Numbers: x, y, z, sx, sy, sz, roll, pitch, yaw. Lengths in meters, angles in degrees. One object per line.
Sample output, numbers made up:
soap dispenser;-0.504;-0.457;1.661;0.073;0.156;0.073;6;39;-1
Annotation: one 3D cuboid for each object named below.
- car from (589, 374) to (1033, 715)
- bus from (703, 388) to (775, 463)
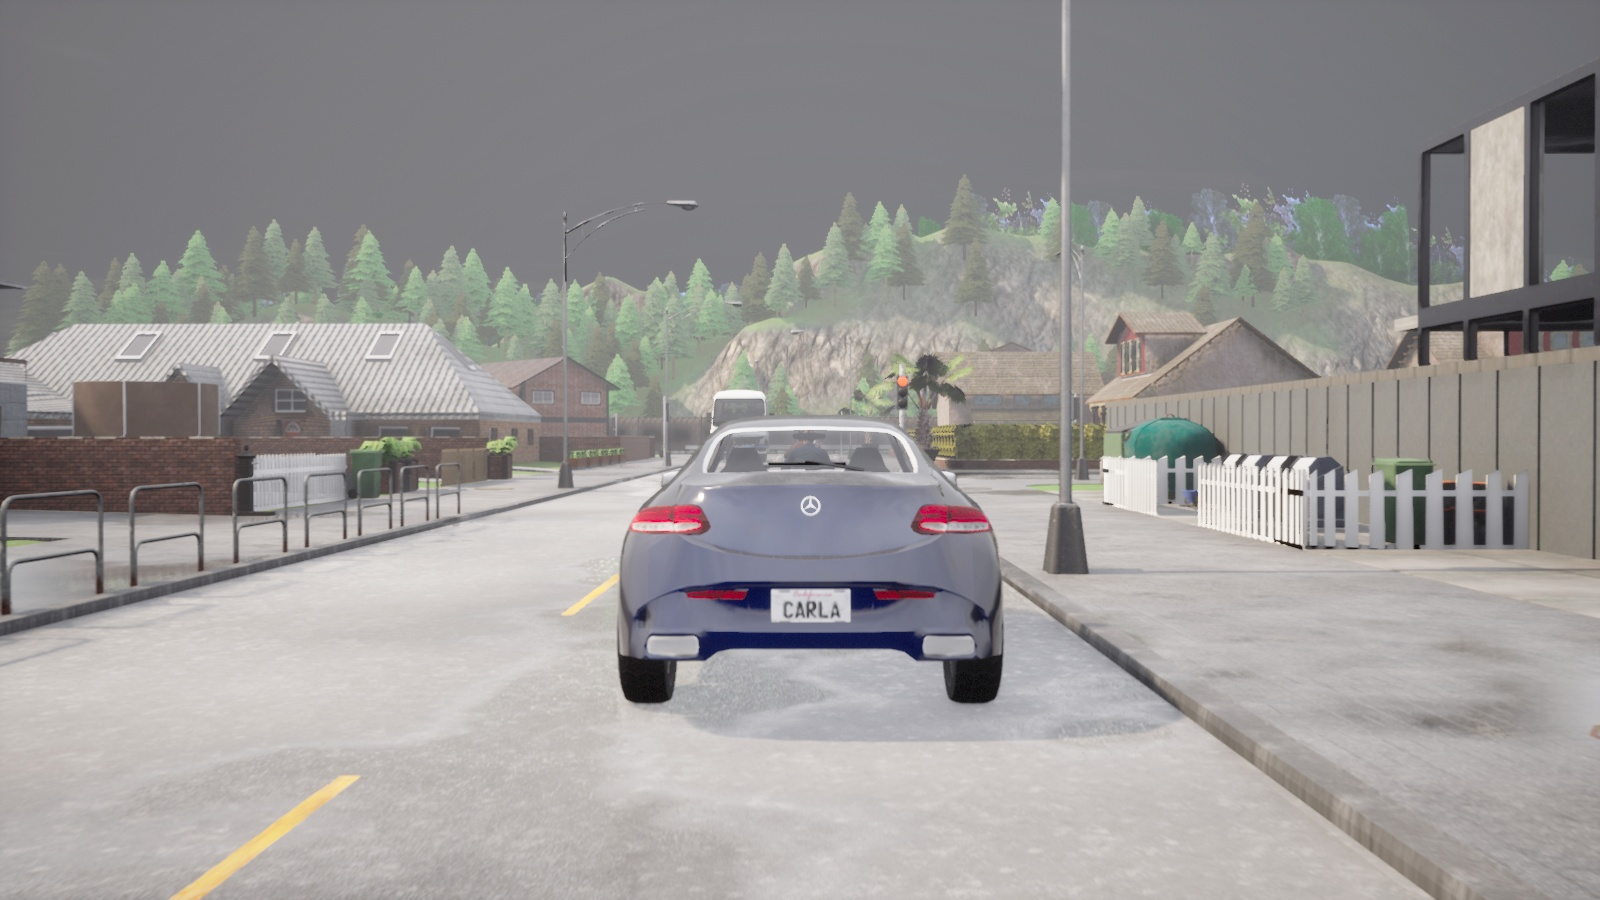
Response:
car;0.064;0.431;8.600;2.152;1.651;5.027;0;1;0
bus;-3.545;-1.459;76.245;3.944;4.253;10.273;0;1;-1
